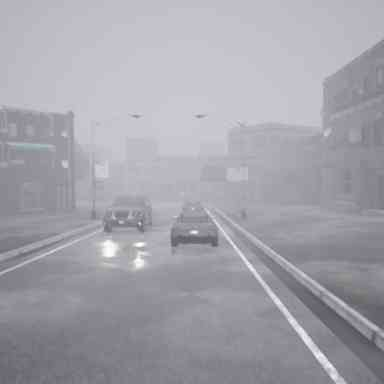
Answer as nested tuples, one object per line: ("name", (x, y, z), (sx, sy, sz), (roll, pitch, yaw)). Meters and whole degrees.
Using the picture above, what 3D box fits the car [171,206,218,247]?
("car", (0.097, 1.547, 15.081), (1.994, 1.385, 4.181), (0, 0, 0))

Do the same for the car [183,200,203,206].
("car", (0.087, 1.456, 31.892), (1.994, 1.385, 4.181), (0, 0, 0))

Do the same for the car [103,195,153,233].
("car", (-3.604, 1.188, 19.722), (2.150, 2.045, 5.566), (0, 0, 0))
